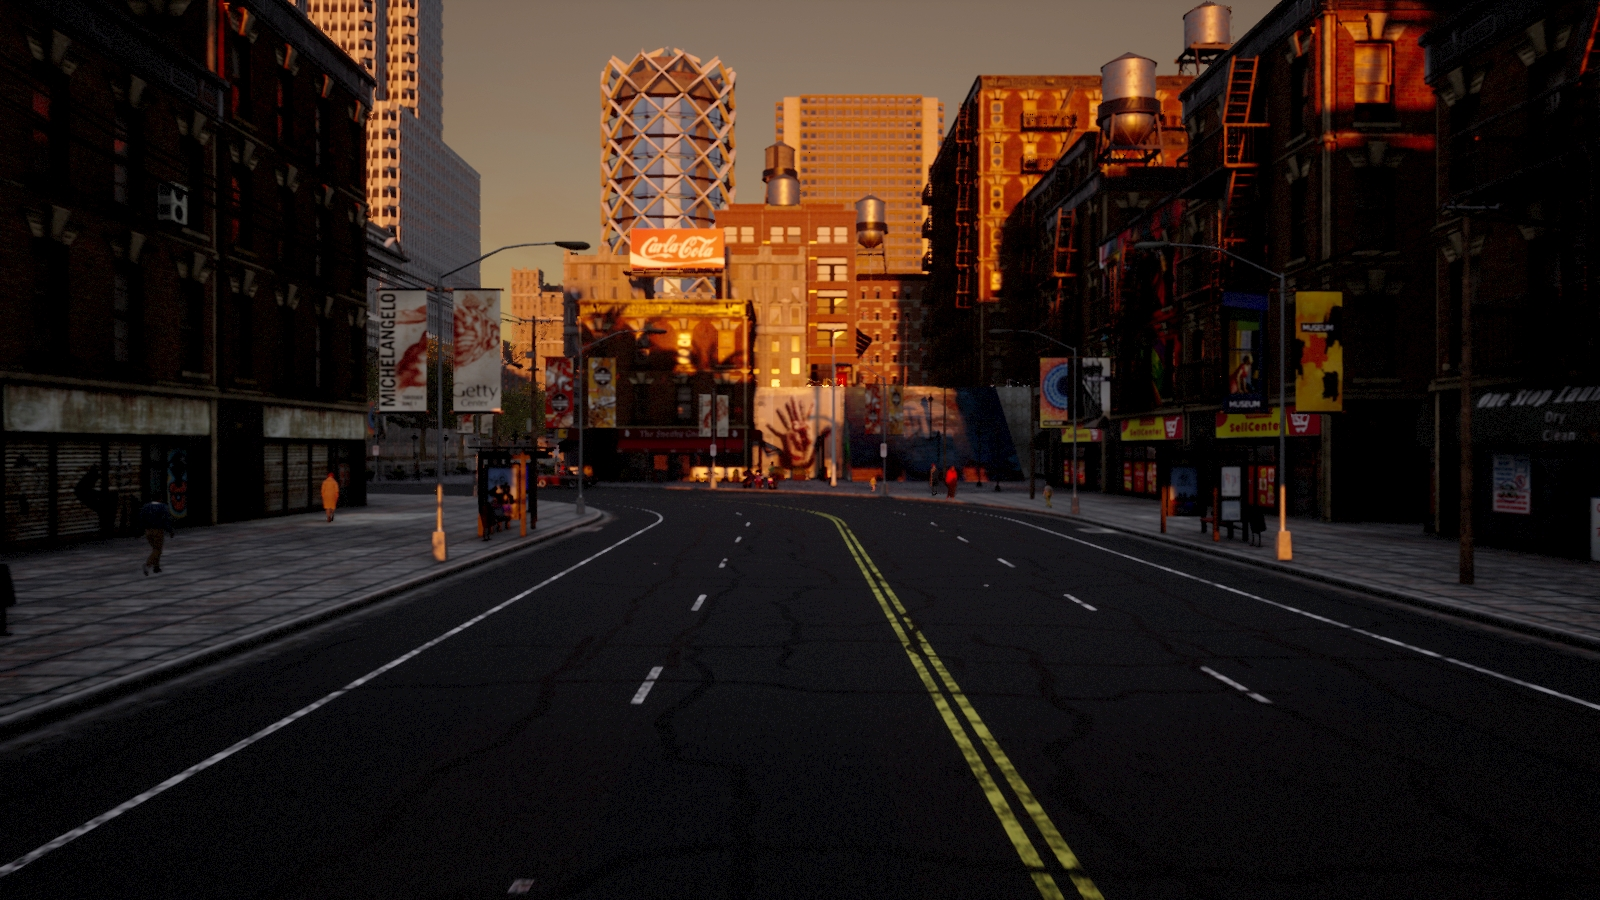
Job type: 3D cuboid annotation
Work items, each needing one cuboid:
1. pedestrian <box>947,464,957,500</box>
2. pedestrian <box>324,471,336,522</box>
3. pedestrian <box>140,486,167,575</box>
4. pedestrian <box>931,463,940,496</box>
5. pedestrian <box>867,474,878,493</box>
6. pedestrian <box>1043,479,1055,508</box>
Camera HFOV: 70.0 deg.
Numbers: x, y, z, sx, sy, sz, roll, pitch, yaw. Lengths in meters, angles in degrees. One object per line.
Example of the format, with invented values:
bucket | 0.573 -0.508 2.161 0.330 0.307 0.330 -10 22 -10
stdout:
pedestrian | 7.980 1.686 60.064 0.375 1.860 0.375 0 0 -23
pedestrian | -17.240 1.690 41.923 0.375 1.860 0.375 0 0 -13
pedestrian | -13.628 1.692 24.092 0.375 1.860 0.375 0 0 -2
pedestrian | 7.727 1.685 65.328 0.375 1.860 0.375 0 0 -27
pedestrian | 4.476 2.064 70.340 0.500 1.100 0.500 0 0 -33
pedestrian | 11.291 1.968 51.840 0.375 1.300 0.375 0 0 -19
